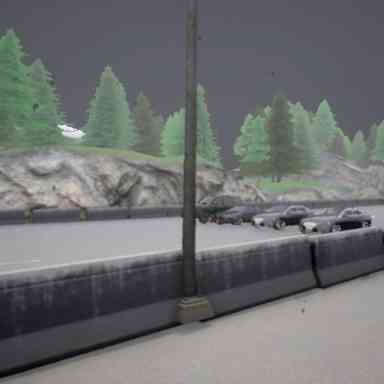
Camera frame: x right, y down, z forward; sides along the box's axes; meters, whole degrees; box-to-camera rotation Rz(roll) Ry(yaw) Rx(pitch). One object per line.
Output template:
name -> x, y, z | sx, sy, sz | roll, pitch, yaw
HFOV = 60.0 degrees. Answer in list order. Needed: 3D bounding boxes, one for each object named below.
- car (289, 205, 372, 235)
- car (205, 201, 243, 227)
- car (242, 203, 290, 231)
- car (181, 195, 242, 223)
car -> 7.916, 1.558, 18.227 | 4.902, 1.511, 2.128 | 0, 0, -35
car -> 3.864, 1.614, 23.936 | 5.357, 1.411, 2.033 | 0, 0, -35
car -> 5.882, 1.558, 21.075 | 4.902, 1.511, 2.128 | 0, 0, -35
car -> 1.795, 1.287, 26.759 | 5.566, 2.045, 2.150 | 0, 0, -35
